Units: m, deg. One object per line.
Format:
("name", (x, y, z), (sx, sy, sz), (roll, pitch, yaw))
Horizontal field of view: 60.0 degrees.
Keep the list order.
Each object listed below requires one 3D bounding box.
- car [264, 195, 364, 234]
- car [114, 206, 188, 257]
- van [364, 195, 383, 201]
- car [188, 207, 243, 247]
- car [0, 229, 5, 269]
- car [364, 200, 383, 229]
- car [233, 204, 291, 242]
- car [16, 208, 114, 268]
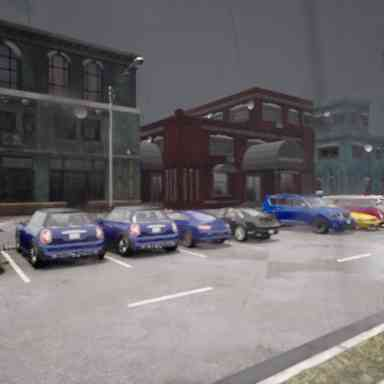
("car", (6.603, 1.223, 19.674), (2.435, 2.045, 5.566), (0, 0, -35))
("car", (-2.451, 1.331, 13.223), (2.185, 1.767, 4.553), (0, 0, -35))
("van", (11.181, 1.265, 22.826), (1.878, 1.987, 4.442), (0, 0, -35))
("car", (-0.204, 1.499, 14.859), (2.002, 1.452, 4.674), (0, 0, -35))
("car", (-7.000, 1.455, 10.029), (2.231, 1.521, 4.892), (0, 0, -35))
("car", (8.956, 1.479, 21.157), (1.946, 1.575, 5.366), (0, 0, -35))
("car", (2.062, 1.464, 16.468), (2.231, 1.521, 4.892), (0, 0, -35))
("car", (-4.716, 1.328, 11.610), (2.185, 1.767, 4.553), (0, 0, -35))
